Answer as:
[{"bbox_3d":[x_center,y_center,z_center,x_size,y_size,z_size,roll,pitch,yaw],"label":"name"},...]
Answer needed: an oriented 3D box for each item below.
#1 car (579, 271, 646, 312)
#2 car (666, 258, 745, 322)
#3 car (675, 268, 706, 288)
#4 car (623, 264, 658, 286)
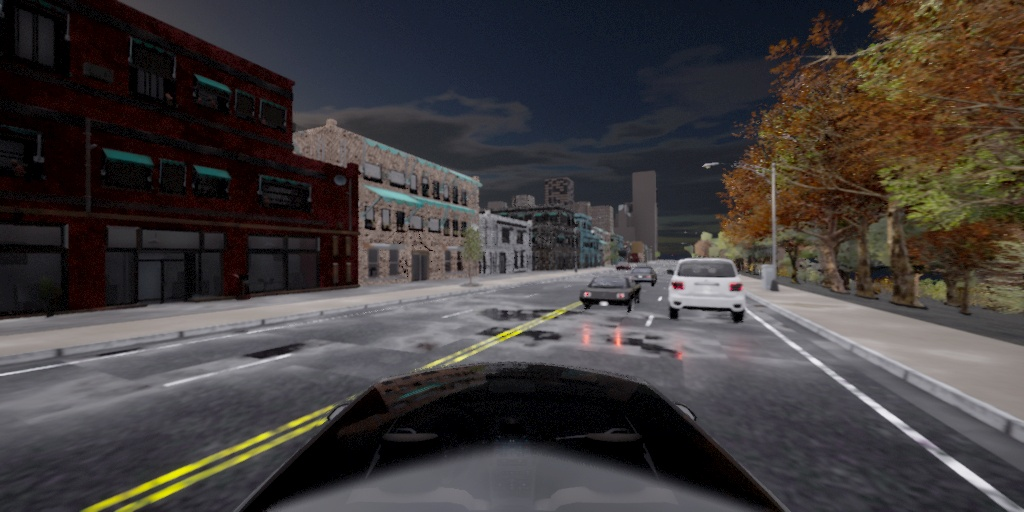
[{"bbox_3d":[4.327,1.485,15.175,1.895,1.301,4.718,0,-1,25],"label":"car"},{"bbox_3d":[6.980,1.086,13.194,2.150,2.045,5.566,0,0,25],"label":"car"},{"bbox_3d":[13.575,1.602,27.415,1.895,1.301,4.718,0,-1,25],"label":"car"},{"bbox_3d":[10.307,1.559,28.108,2.033,1.411,5.357,0,-1,25],"label":"car"}]
